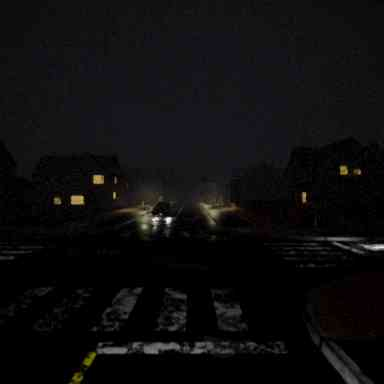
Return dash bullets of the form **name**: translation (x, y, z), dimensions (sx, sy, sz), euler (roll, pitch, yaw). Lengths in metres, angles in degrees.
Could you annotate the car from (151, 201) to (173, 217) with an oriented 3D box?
- **car**: translation (-2.846, 1.643, 32.916), dimensions (2.033, 1.411, 5.357), euler (0, 0, 0)
